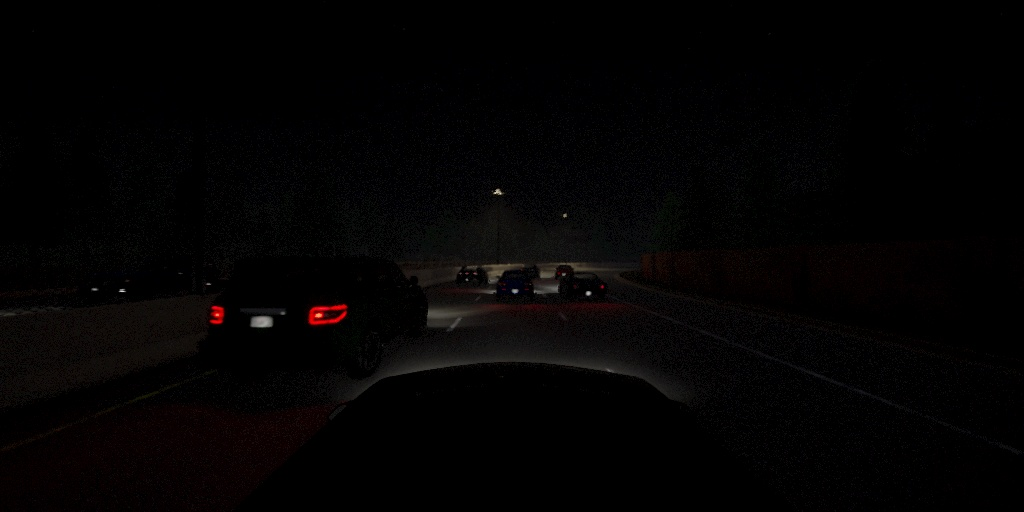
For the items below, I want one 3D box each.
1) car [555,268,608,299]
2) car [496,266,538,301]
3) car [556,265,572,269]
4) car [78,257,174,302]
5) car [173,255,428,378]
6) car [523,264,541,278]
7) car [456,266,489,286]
[{"bbox_3d":[3.663,1.522,19.317,1.895,1.301,4.718,0,-1,1],"label":"car"},{"bbox_3d":[0.153,1.430,18.538,1.812,1.442,4.674,0,0,0],"label":"car"},{"bbox_3d":[5.488,1.615,37.125,1.812,1.442,4.674,0,-1,11],"label":"car"},{"bbox_3d":[-17.512,1.069,17.838,2.150,2.045,5.566,0,-1,1],"label":"car"},{"bbox_3d":[-3.393,1.015,7.553,2.150,2.045,5.566,0,-1,0],"label":"car"},{"bbox_3d":[1.903,1.570,37.027,2.128,1.511,4.902,0,-1,10],"label":"car"},{"bbox_3d":[-2.936,1.467,27.357,2.128,1.511,4.902,0,-1,4],"label":"car"}]
